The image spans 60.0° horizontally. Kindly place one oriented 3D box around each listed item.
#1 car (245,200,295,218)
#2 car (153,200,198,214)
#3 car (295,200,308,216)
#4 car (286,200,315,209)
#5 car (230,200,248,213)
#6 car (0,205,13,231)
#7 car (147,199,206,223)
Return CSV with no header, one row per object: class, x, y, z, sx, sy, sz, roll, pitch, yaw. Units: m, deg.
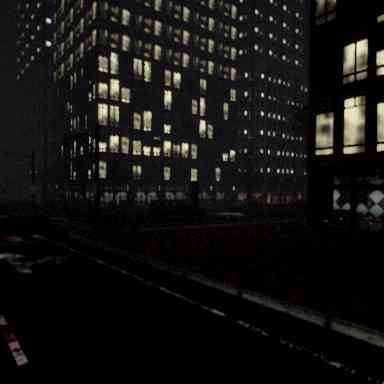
car,8.009,1.827,33.876,4.829,1.417,1.752,1,0,-36
car,-1.775,1.638,37.083,4.829,1.417,1.752,1,0,-36
car,12.416,1.931,37.116,4.206,1.307,1.802,1,0,-36
car,16.532,1.875,50.543,4.313,1.339,1.947,1,0,-36
car,6.647,1.755,40.048,4.674,1.442,1.812,1,1,-36
car,-12.450,1.563,20.631,2.128,1.511,4.902,1,1,-37
car,-1.213,1.517,27.093,5.009,1.841,2.192,1,0,-36
